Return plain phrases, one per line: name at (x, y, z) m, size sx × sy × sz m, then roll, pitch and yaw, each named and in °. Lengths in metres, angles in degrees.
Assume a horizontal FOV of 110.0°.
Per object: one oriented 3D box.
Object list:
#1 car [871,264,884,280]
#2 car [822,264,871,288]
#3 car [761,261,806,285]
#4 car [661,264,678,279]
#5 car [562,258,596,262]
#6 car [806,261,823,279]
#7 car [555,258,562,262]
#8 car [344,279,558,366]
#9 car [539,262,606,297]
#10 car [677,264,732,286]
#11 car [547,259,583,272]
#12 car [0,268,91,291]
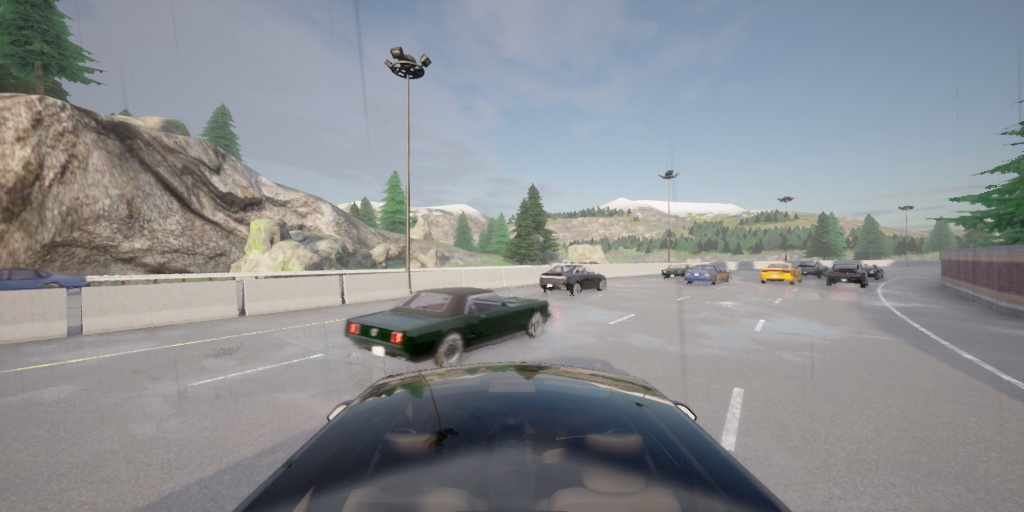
car at (30.457, 1.351, 30.849) m, size 4.718 × 1.301 × 1.895 m, roll 0°, pitch 0°, yaw -39°
car at (22.503, 1.255, 24.031) m, size 4.892 × 1.490 × 1.837 m, roll 0°, pitch 0°, yaw -43°
car at (19.807, 1.228, 26.298) m, size 5.008 × 1.535 × 1.882 m, roll 0°, pitch 0°, yaw -44°
car at (15.002, 1.351, 31.422) m, size 4.718 × 1.301 × 1.895 m, roll 0°, pitch 0°, yaw -43°
car at (8.116, 1.227, 39.608) m, size 5.008 × 1.535 × 1.882 m, roll 0°, pitch 0°, yaw -43°
car at (27.764, 1.242, 33.153) m, size 4.902 × 1.511 × 2.128 m, roll 0°, pitch 0°, yaw -39°
car at (6.613, 1.275, 42.980) m, size 4.674 × 1.442 × 1.812 m, roll 0°, pitch 0°, yaw -42°
car at (-1.002, 1.351, 7.969) m, size 1.895 × 1.301 × 4.718 m, roll 0°, pitch 0°, yaw 36°
car at (3.364, 1.238, 19.202) m, size 2.128 × 1.511 × 4.902 m, roll 0°, pitch 0°, yaw 39°
car at (14.149, 1.297, 25.796) m, size 5.357 × 1.411 × 2.033 m, roll 0°, pitch 0°, yaw -45°
car at (7.170, 1.227, 48.154) m, size 5.008 × 1.535 × 1.882 m, roll 0°, pitch 0°, yaw -41°
car at (-24.511, 1.297, 17.303) m, size 2.033 × 1.411 × 5.357 m, roll 0°, pitch 0°, yaw 33°
